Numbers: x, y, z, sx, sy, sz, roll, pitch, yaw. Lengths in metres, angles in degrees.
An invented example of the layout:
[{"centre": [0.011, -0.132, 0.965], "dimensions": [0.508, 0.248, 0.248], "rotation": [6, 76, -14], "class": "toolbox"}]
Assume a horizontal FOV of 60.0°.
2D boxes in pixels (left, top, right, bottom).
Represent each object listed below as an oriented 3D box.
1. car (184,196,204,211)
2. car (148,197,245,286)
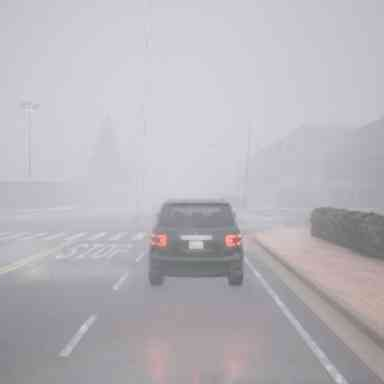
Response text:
[{"centre": [0.203, 1.278, 38.328], "dimensions": [2.128, 1.511, 4.902], "rotation": [0, 0, 0], "class": "car"}, {"centre": [0.118, 1.166, 9.398], "dimensions": [2.150, 2.045, 5.566], "rotation": [0, 0, 1], "class": "car"}]
